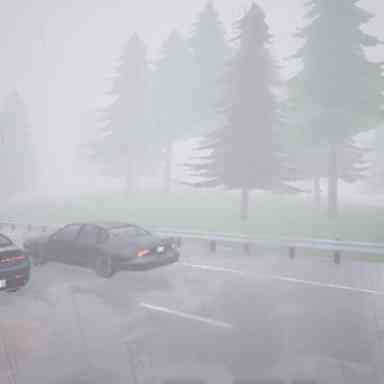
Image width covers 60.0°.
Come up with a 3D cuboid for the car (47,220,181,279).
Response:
[{"bbox_3d":[-2.936,1.563,10.099,5.357,1.411,2.033,0,0,33],"label":"car"}]

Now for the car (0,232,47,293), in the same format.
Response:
[{"bbox_3d":[-5.721,1.531,7.689,4.892,1.490,1.837,0,0,33],"label":"car"}]
